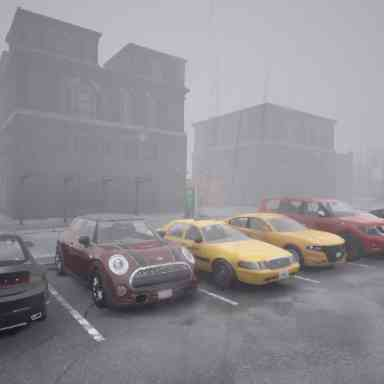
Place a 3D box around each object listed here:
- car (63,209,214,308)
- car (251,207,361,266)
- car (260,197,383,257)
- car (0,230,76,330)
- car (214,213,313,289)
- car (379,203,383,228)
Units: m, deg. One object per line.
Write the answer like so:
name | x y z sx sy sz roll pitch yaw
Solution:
car | -1.810 1.355 8.187 2.185 1.767 4.553 0 0 -35
car | 2.641 1.481 11.317 2.097 1.535 5.008 0 0 -35
car | 4.929 1.230 12.902 2.435 2.045 5.566 0 0 -35
car | -4.159 1.481 6.471 2.231 1.521 4.892 0 0 -35
car | 0.482 1.478 9.550 1.946 1.575 5.366 0 0 -35
car | 13.994 1.445 19.386 2.097 1.535 5.008 -1 0 -35
